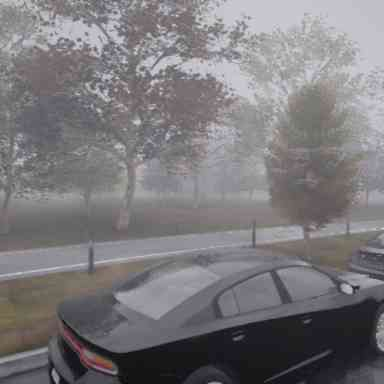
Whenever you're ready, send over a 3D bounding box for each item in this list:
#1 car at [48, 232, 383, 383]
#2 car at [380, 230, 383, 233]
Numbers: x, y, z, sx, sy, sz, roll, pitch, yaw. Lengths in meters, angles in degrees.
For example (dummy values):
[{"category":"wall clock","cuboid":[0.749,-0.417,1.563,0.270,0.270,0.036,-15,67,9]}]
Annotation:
[{"category":"car","cuboid":[0.812,1.505,4.436,5.008,1.535,2.097,-1,0,-33]},{"category":"car","cuboid":[5.591,1.491,7.560,4.892,1.521,2.231,0,0,-31]}]
